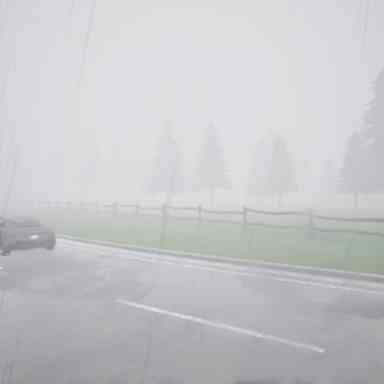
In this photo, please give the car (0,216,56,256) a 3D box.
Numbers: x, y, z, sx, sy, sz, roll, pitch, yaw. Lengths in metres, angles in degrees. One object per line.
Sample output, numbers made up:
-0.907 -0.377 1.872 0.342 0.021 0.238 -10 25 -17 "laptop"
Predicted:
-7.437 1.689 13.938 4.181 1.385 1.994 -1 0 42 "car"
